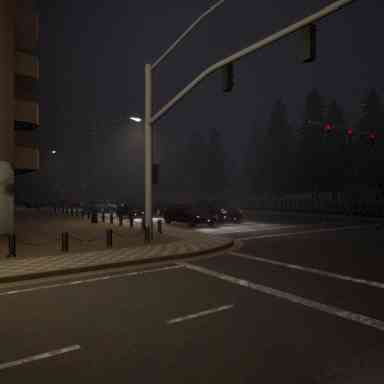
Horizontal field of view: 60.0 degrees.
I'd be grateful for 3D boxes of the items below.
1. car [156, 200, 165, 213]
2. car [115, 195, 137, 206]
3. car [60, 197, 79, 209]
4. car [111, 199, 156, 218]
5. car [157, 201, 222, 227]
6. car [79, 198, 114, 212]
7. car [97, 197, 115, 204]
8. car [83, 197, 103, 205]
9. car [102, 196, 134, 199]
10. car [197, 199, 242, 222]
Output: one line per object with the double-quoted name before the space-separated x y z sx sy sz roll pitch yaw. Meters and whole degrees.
"car" -3.374 1.547 33.709 2.128 1.511 4.902 0 0 -36
"car" -11.427 1.408 57.209 2.097 1.767 4.553 0 0 -36
"car" -17.286 1.533 47.108 1.882 1.535 5.008 0 0 -35
"car" -5.435 1.619 30.577 1.994 1.385 4.181 0 0 -36
"car" -0.319 1.581 23.508 1.812 1.442 4.674 0 0 -37
"car" -11.177 1.656 38.562 1.895 1.301 4.718 0 0 -36
"car" -16.689 1.656 64.485 1.895 1.301 4.718 0 0 -36
"car" -18.015 1.656 60.365 1.895 1.301 4.718 0 0 -36
"car" -9.420 1.603 42.116 2.033 1.411 5.357 0 0 -35
"car" 1.862 1.407 26.439 2.097 1.767 4.553 0 0 -36
